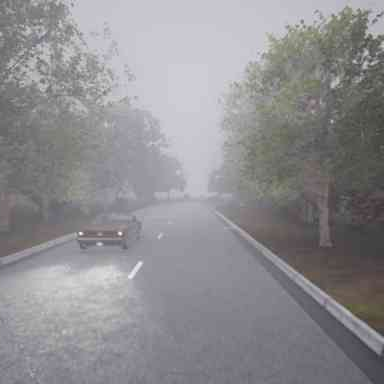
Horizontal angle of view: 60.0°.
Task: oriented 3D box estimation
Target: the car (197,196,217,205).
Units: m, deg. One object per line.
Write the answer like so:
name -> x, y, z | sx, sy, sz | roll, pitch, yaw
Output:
car -> 3.189, 1.421, 59.313 | 4.892, 1.490, 1.837 | 0, 1, -32

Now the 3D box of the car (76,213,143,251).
car -> -3.346, 1.597, 14.307 | 1.895, 1.301, 4.718 | 0, 0, 0
